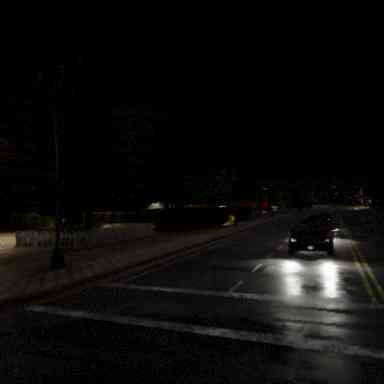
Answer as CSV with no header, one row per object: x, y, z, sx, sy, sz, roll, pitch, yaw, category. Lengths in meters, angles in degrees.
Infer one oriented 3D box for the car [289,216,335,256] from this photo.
5.756,2.081,15.870,1.812,1.442,4.674,-3,-3,22,car

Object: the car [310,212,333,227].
13.102,2.722,33.454,1.895,1.301,4.718,-3,-3,23,car

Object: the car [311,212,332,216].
9.211,2.387,24.168,1.994,1.385,4.181,-3,-3,23,car
